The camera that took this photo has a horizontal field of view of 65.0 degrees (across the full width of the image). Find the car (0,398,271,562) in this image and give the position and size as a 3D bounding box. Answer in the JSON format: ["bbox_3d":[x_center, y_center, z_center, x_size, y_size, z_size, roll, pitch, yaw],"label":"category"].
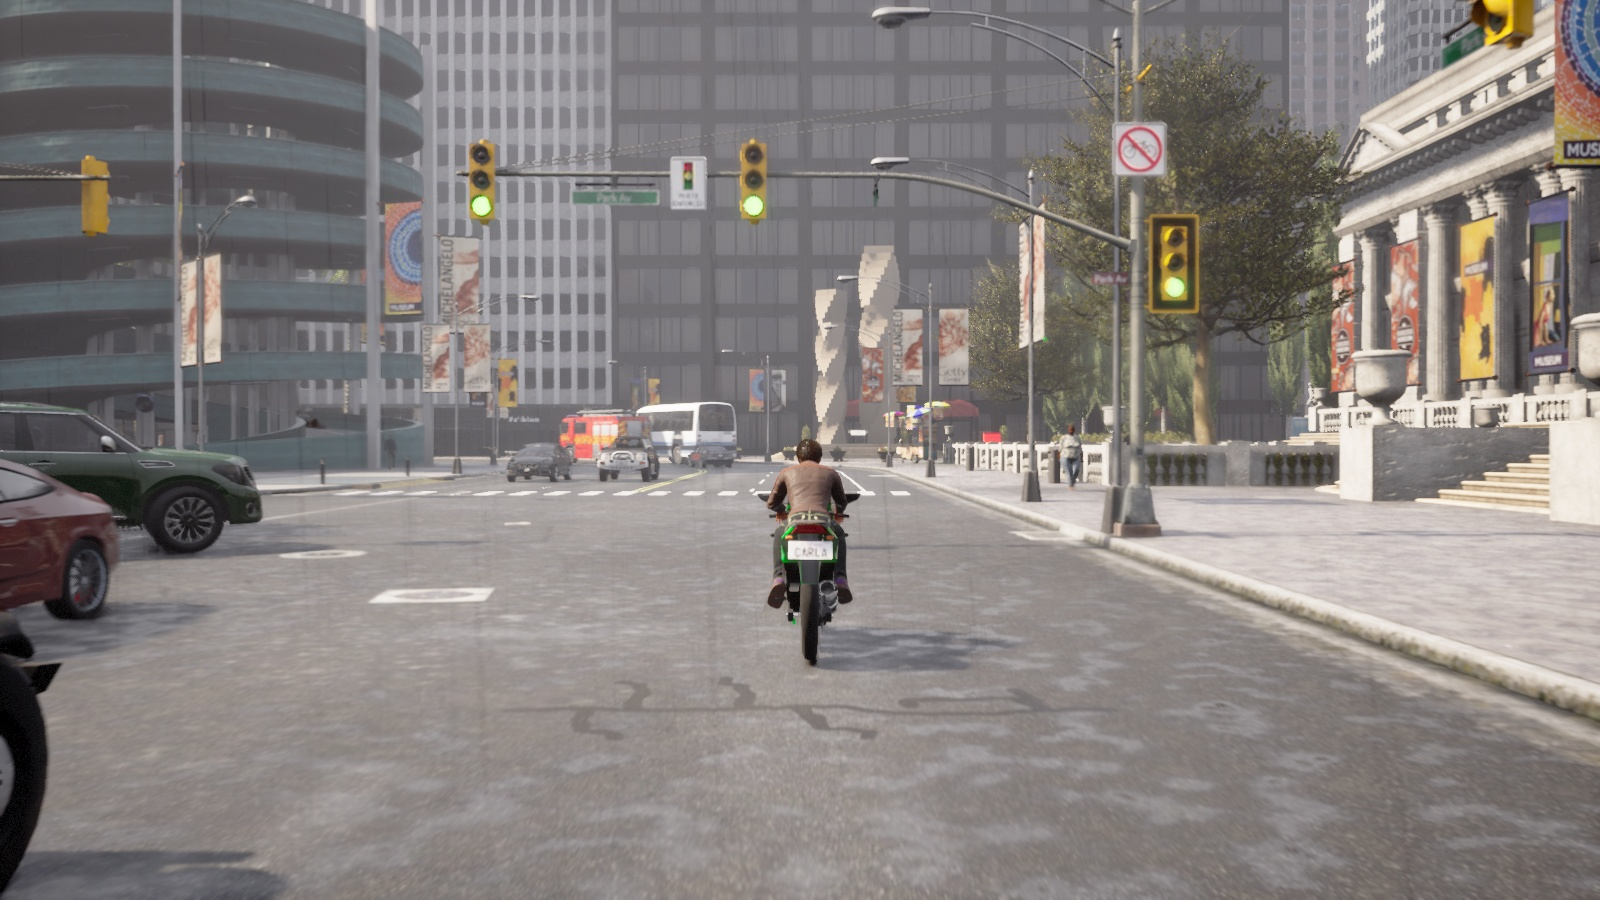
[{"bbox_3d":[-10.240,0.362,16.812,5.566,2.045,2.150,0,1,-31],"label":"car"}]

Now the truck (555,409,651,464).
[{"bbox_3d":[-14.306,-0.954,90.475,2.891,3.827,8.468,0,0,-40],"label":"truck"}]

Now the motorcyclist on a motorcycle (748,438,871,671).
[{"bbox_3d":[0.068,0.675,9.235,0.797,1.523,2.044,0,0,0],"label":"motorcyclist on a motorcycle"}]

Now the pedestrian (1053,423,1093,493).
[{"bbox_3d":[7.399,0.212,34.067,0.874,1.855,0.900,0,0,1],"label":"pedestrian"}]

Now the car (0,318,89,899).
[{"bbox_3d":[-3.486,0.524,2.559,1.905,1.878,3.866,0,0,0],"label":"car"}]

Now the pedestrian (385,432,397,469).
[{"bbox_3d":[-20.435,0.023,62.778,0.402,1.842,0.726,0,0,-4],"label":"pedestrian"}]

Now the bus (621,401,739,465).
[{"bbox_3d":[-8.699,-1.154,89.288,3.944,4.253,10.273,0,0,-34],"label":"bus"}]

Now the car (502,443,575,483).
[{"bbox_3d":[-10.210,0.457,49.348,1.837,1.490,4.892,0,0,0],"label":"car"}]

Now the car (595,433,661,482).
[{"bbox_3d":[-6.709,0.271,49.413,1.932,1.855,4.605,0,0,0],"label":"car"}]

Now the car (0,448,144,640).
[{"bbox_3d":[-6.932,0.713,9.184,1.812,1.442,4.674,0,0,0],"label":"car"}]

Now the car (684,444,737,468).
[{"bbox_3d":[-5.430,0.351,75.691,2.033,1.411,5.357,0,0,-17],"label":"car"}]
